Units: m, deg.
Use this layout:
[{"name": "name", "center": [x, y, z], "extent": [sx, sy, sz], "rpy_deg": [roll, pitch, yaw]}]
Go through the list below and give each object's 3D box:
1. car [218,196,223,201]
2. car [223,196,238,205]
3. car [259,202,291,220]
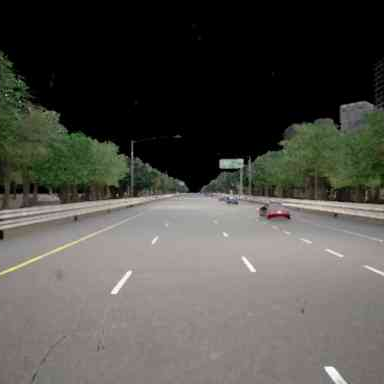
[{"name": "car", "center": [7.378, 1.638, 81.728], "extent": [1.895, 1.301, 4.718], "rpy_deg": [0, 0, 1]}, {"name": "car", "center": [7.210, 1.571, 60.577], "extent": [1.812, 1.442, 4.674], "rpy_deg": [0, 0, 0]}, {"name": "car", "center": [7.051, 1.588, 28.750], "extent": [1.994, 1.385, 4.181], "rpy_deg": [0, 0, 0]}]
